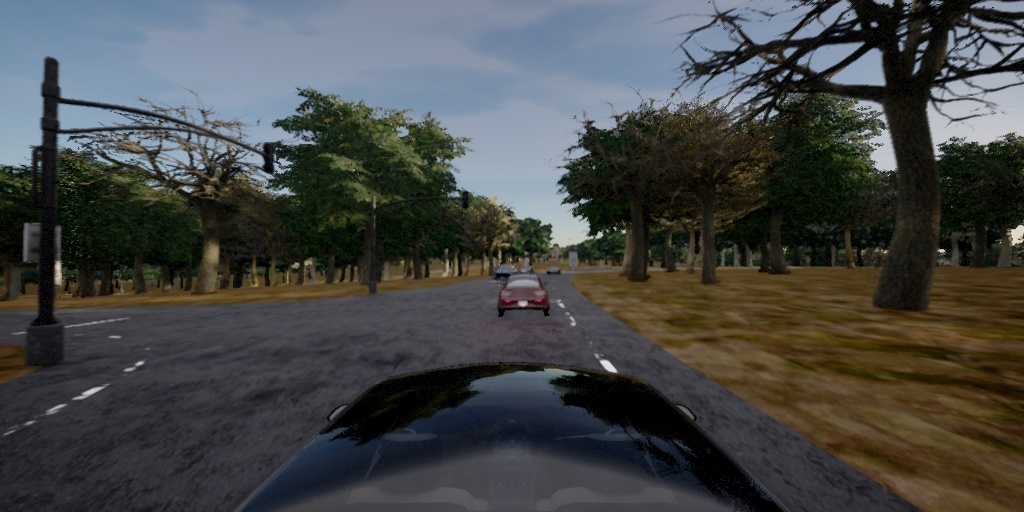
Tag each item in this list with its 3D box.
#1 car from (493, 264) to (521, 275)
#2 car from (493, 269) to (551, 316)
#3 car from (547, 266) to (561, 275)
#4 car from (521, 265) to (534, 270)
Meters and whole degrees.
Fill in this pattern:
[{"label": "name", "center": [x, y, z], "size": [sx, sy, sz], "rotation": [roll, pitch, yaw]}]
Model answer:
[{"label": "car", "center": [-0.694, 1.692, 38.781], "size": [2.097, 1.767, 4.553], "rotation": [0, -1, 9]}, {"label": "car", "center": [0.479, 1.428, 14.073], "size": [1.812, 1.442, 4.674], "rotation": [-1, -1, 3]}, {"label": "car", "center": [6.914, 2.374, 59.372], "size": [1.994, 1.385, 4.181], "rotation": [0, -1, 14]}, {"label": "car", "center": [2.187, 2.176, 54.427], "size": [2.128, 1.511, 4.902], "rotation": [0, -1, 13]}]
